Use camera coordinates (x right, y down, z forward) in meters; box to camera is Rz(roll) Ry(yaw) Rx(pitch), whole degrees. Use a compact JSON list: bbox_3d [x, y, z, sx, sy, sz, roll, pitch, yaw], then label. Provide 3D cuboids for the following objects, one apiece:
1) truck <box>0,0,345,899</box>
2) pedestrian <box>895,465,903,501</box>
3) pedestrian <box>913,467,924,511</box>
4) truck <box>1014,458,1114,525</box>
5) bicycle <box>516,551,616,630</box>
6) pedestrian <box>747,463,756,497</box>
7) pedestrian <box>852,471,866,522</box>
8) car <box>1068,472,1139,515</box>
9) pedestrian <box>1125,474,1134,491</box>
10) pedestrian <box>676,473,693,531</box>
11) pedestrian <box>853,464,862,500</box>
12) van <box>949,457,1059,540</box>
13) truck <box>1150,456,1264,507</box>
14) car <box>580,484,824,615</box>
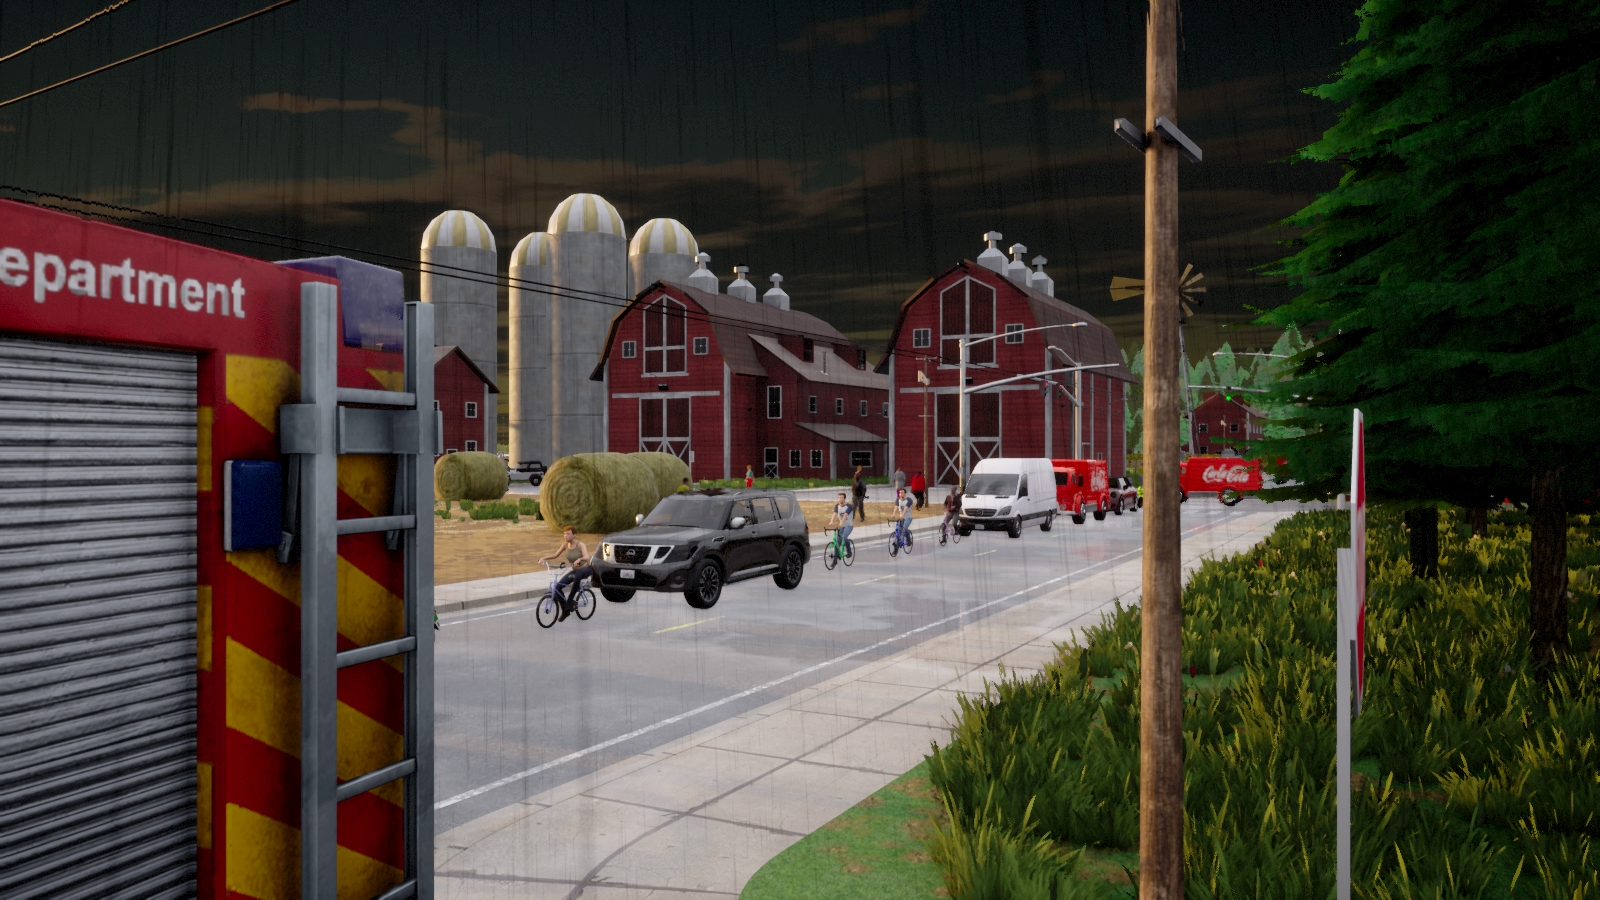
[{"bbox_3d":[-5.967,0.867,3.810,8.468,3.827,2.891,0,0,20],"label":"truck"},{"bbox_3d":[5.036,1.671,57.958,0.375,1.860,0.375,0,0,3],"label":"pedestrian"},{"bbox_3d":[5.108,1.678,49.225,0.375,1.860,0.375,0,0,34],"label":"pedestrian"},{"bbox_3d":[10.553,1.568,45.371,2.627,2.467,5.204,0,0,28],"label":"truck"},{"bbox_3d":[-3.784,2.256,18.575,0.859,1.080,1.487,0,0,28],"label":"bicycle"},{"bbox_3d":[-2.715,1.670,63.660,0.375,1.860,0.375,0,0,27],"label":"pedestrian"},{"bbox_3d":[2.165,1.684,41.665,0.375,1.860,0.375,0,0,31],"label":"pedestrian"},{"bbox_3d":[13.653,1.903,51.218,2.097,1.767,4.553,0,0,28],"label":"car"},{"bbox_3d":[21.254,2.076,73.679,0.500,1.100,0.500,0,0,28],"label":"pedestrian"},{"bbox_3d":[-3.725,1.681,36.880,0.375,1.860,0.375,0,0,36],"label":"pedestrian"},{"bbox_3d":[3.002,1.668,59.330,0.375,1.860,0.375,0,0,16],"label":"pedestrian"},{"bbox_3d":[7.063,1.534,38.944,1.988,2.561,5.915,0,0,28],"label":"van"},{"bbox_3d":[20.920,1.561,58.729,5.204,2.467,2.627,0,0,27],"label":"truck"},{"bbox_3d":[-1.716,1.779,22.423,2.150,2.045,5.566,0,0,27],"label":"car"}]
